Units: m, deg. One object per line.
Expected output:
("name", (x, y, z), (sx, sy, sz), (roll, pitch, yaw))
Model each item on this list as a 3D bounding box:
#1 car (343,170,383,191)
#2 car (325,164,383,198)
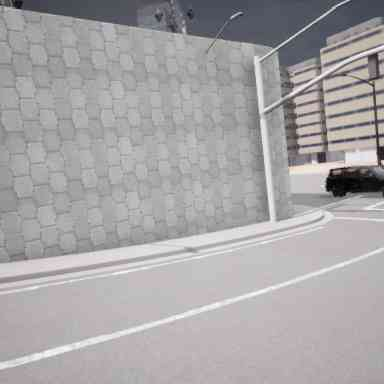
("car", (14.057, -0.919, 24.673), (1.895, 1.301, 4.718), (-11, 6, -39))
("car", (11.534, -0.748, 21.813), (2.150, 2.045, 5.566), (-10, 6, -35))
